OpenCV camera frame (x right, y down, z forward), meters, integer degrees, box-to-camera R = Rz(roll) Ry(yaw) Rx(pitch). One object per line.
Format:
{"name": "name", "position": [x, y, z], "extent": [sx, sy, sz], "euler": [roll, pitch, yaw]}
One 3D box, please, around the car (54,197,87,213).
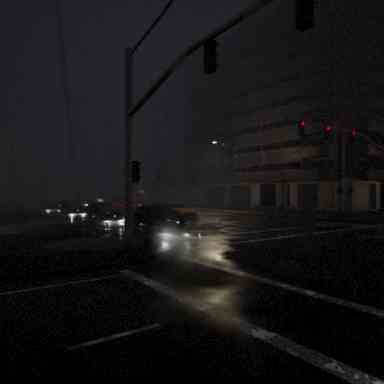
{"name": "car", "position": [-13.758, 1.603, 37.899], "extent": [2.033, 1.411, 5.357], "euler": [0, 0, -35]}

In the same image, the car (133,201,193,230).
{"name": "car", "position": [-2.254, 1.560, 21.702], "extent": [1.837, 1.490, 4.892], "euler": [0, 0, -36]}

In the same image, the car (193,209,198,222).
{"name": "car", "position": [-1.485, 1.533, 26.661], "extent": [1.882, 1.535, 5.008], "euler": [0, 0, -35]}

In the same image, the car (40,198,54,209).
{"name": "car", "position": [-19.807, 1.533, 46.472], "extent": [1.882, 1.535, 5.008], "euler": [0, 0, -35]}

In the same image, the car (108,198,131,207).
{"name": "car", "position": [-11.682, 1.656, 53.424], "extent": [1.895, 1.301, 4.718], "euler": [0, 0, -35]}

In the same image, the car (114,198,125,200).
{"name": "car", "position": [-6.861, 1.407, 34.223], "extent": [2.097, 1.767, 4.553], "euler": [0, 0, -36]}

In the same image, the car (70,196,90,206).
{"name": "car", "position": [-19.911, 1.547, 58.954], "extent": [2.128, 1.511, 4.902], "euler": [0, 0, -35]}

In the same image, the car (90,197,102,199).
{"name": "car", "position": [-12.947, 1.603, 42.800], "extent": [2.033, 1.411, 5.357], "euler": [0, 0, -35]}

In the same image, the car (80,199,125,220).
{"name": "car", "position": [-7.898, 1.603, 29.639], "extent": [2.033, 1.411, 5.357], "euler": [0, 0, -35]}

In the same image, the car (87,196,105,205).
{"name": "car", "position": [-17.961, 1.581, 62.260], "extent": [1.812, 1.442, 4.674], "euler": [0, 0, -34]}
